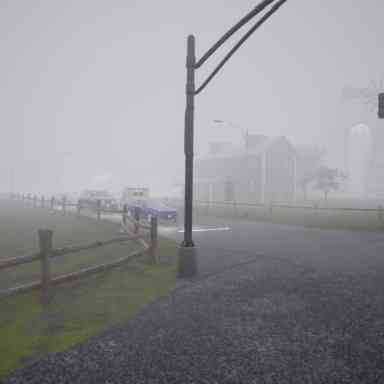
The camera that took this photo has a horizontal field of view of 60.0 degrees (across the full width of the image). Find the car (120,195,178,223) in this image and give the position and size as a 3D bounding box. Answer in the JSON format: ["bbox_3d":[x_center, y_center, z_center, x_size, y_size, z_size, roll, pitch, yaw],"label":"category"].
[{"bbox_3d":[-2.815,1.201,22.738,1.882,1.535,5.008,1,0,-36],"label":"car"}]

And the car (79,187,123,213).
[{"bbox_3d":[-8.925,0.809,31.295,2.150,2.045,5.566,1,0,-36],"label":"car"}]

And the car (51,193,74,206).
[{"bbox_3d":[-16.247,0.930,41.559,1.837,1.490,4.892,1,0,-35],"label":"car"}]

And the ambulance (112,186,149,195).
[{"bbox_3d":[-6.895,0.669,34.649,2.351,2.431,6.366,1,0,-36],"label":"ambulance"}]
